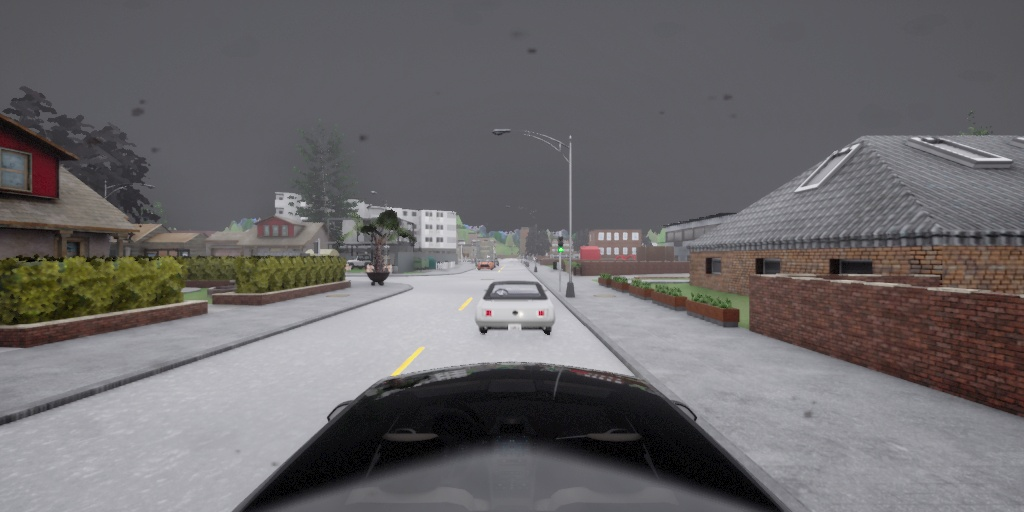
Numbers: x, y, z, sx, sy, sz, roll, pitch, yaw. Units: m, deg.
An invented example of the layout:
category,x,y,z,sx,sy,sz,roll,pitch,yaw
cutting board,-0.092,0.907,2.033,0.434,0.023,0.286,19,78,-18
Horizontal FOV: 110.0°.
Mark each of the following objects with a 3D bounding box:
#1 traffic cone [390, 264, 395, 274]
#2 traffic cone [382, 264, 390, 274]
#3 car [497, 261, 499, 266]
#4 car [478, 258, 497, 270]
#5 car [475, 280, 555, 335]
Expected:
category,x,y,z,sx,sy,sz,roll,pitch,yaw
traffic cone,-15.132,1.572,44.693,0.344,0.586,0.344,0,0,0
traffic cone,-15.496,1.575,44.125,0.344,0.586,0.344,0,0,0
car,-3.713,1.274,61.655,1.837,1.490,4.892,0,0,1
car,-3.790,1.118,52.274,2.097,1.767,4.553,0,0,0
car,0.106,1.354,10.493,1.895,1.301,4.718,0,0,1
